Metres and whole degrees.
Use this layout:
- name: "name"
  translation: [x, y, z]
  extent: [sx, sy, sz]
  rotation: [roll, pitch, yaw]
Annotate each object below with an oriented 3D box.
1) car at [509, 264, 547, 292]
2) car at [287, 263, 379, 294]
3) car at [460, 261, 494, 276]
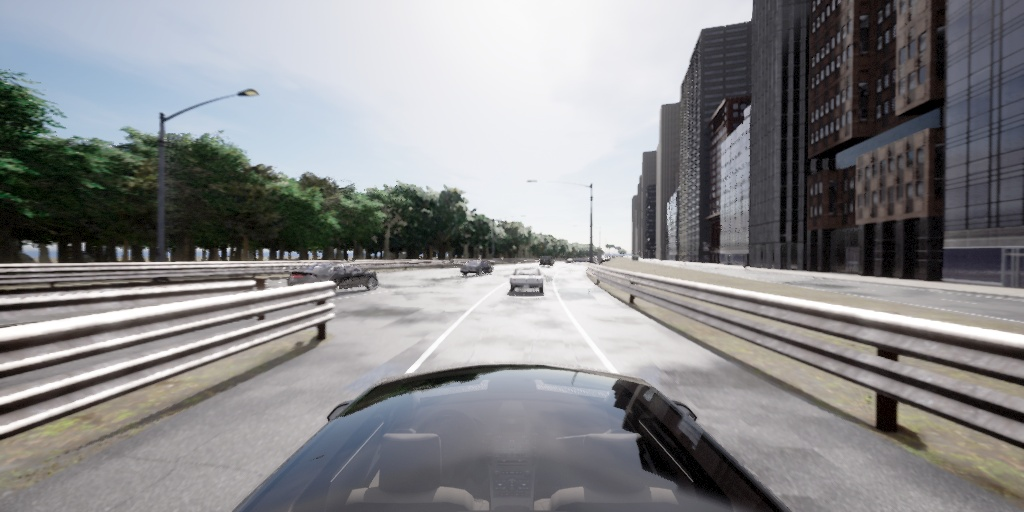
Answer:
- name: "car"
  translation: [0.948, 1.335, 21.338]
  extent: [1.895, 1.301, 4.718]
  rotation: [0, 0, 5]
- name: "car"
  translation: [-8.791, 1.111, 18.165]
  extent: [2.128, 1.511, 4.902]
  rotation: [0, 0, 16]
- name: "car"
  translation: [-3.479, 1.250, 36.208]
  extent: [2.033, 1.411, 5.357]
  rotation: [1, 0, 16]
